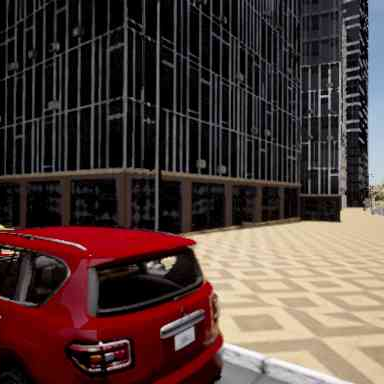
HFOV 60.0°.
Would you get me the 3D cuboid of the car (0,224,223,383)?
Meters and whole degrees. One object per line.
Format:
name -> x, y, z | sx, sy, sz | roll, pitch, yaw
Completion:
car -> -1.971, 1.356, 4.326 | 5.009, 1.841, 2.192 | 0, -1, 37
